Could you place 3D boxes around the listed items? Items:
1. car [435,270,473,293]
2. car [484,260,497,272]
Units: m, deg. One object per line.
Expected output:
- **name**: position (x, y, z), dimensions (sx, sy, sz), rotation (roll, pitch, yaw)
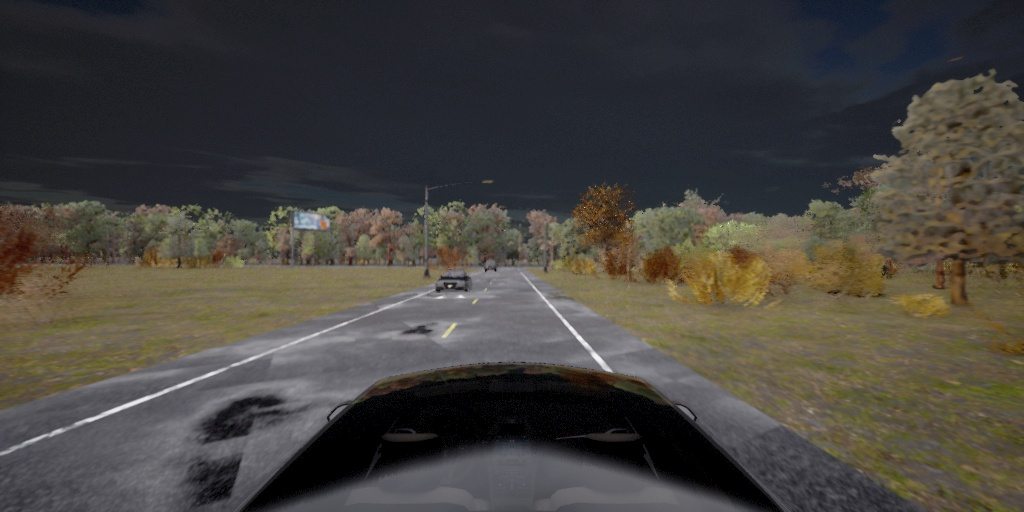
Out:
- **car**: position (-3.675, 1.617, 23.271), dimensions (1.994, 1.385, 4.181), rotation (0, -1, 0)
- **car**: position (-3.757, 1.807, 63.732), dimensions (2.150, 2.045, 5.566), rotation (0, -1, 0)
